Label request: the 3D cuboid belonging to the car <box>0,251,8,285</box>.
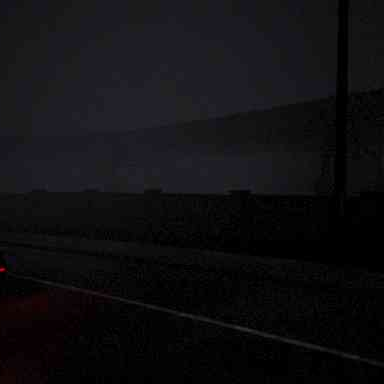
[{"bbox_3d":[-6.173,1.535,7.643,4.674,1.442,1.812,0,0,30],"label":"car"}]
